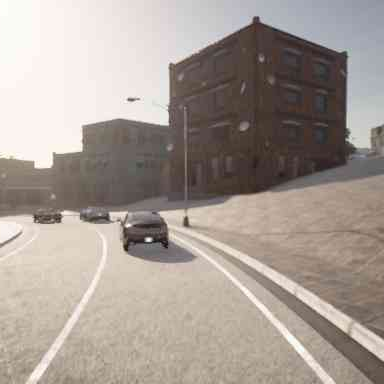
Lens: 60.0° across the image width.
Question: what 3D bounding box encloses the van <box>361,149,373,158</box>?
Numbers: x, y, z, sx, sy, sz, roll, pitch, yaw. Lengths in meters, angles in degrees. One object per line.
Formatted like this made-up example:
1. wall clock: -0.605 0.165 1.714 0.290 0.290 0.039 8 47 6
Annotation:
1. van: 30.166 -6.105 54.874 1.878 1.987 4.442 0 2 7

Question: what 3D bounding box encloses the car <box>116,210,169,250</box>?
1. car: -2.243 1.577 14.832 1.837 1.490 4.892 -1 -1 -15

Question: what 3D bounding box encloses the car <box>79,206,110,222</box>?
1. car: -9.096 1.991 30.809 1.994 1.385 4.181 -2 -1 -31

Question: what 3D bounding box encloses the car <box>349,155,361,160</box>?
1. car: 30.884 -5.992 60.476 2.002 1.452 4.674 0 1 7

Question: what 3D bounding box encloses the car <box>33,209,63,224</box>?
1. car: -13.480 2.203 31.014 1.895 1.301 4.718 -2 -1 -34

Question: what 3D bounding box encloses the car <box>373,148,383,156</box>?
1. car: 29.481 -5.727 49.529 2.231 1.521 4.892 0 2 7

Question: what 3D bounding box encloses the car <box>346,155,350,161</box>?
1. car: 31.580 -6.426 65.910 2.435 2.045 5.566 0 1 7
